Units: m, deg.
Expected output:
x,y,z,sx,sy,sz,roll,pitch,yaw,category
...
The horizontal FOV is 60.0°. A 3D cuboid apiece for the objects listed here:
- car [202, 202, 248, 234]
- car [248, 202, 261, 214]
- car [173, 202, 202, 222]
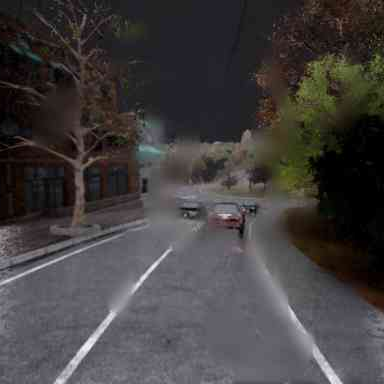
x,y,z,sx,sy,sz,roll,pitch,yaw,category
2.106,1.374,19.852,2.097,1.767,4.553,1,0,9,car
6.568,1.751,37.339,1.895,1.301,4.718,2,0,18,car
-0.057,1.535,26.441,1.994,1.385,4.181,1,0,13,car
